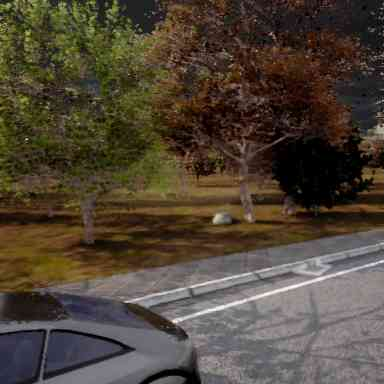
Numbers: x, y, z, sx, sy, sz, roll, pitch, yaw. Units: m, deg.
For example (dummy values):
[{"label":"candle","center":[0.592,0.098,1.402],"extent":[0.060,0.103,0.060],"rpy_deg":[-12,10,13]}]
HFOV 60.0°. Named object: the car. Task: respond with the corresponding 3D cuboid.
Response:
[{"label":"car","center":[-1.929,1.627,2.561],"extent":[4.181,1.385,1.994],"rpy_deg":[-2,0,-35]}]
